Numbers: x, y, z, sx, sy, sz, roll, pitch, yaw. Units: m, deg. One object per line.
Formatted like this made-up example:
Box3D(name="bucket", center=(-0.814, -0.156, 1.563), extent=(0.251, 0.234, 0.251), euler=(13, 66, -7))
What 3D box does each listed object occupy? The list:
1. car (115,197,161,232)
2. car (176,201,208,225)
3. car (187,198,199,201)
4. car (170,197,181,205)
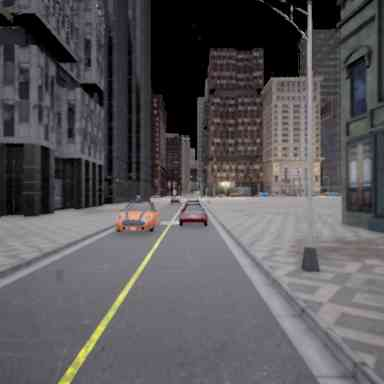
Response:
Box3D(name="car", center=(-3.101, 1.350, 19.765), extent=(2.097, 1.767, 4.553), euler=(0, 0, 0))
Box3D(name="car", center=(0.094, 1.562, 23.906), extent=(1.994, 1.385, 4.181), euler=(0, 0, 0))
Box3D(name="car", center=(0.090, 1.508, 43.547), extent=(2.128, 1.511, 4.902), euler=(0, 0, 0))
Box3D(name="car", center=(-3.034, 1.649, 60.788), extent=(1.895, 1.301, 4.718), euler=(0, 0, 1))
